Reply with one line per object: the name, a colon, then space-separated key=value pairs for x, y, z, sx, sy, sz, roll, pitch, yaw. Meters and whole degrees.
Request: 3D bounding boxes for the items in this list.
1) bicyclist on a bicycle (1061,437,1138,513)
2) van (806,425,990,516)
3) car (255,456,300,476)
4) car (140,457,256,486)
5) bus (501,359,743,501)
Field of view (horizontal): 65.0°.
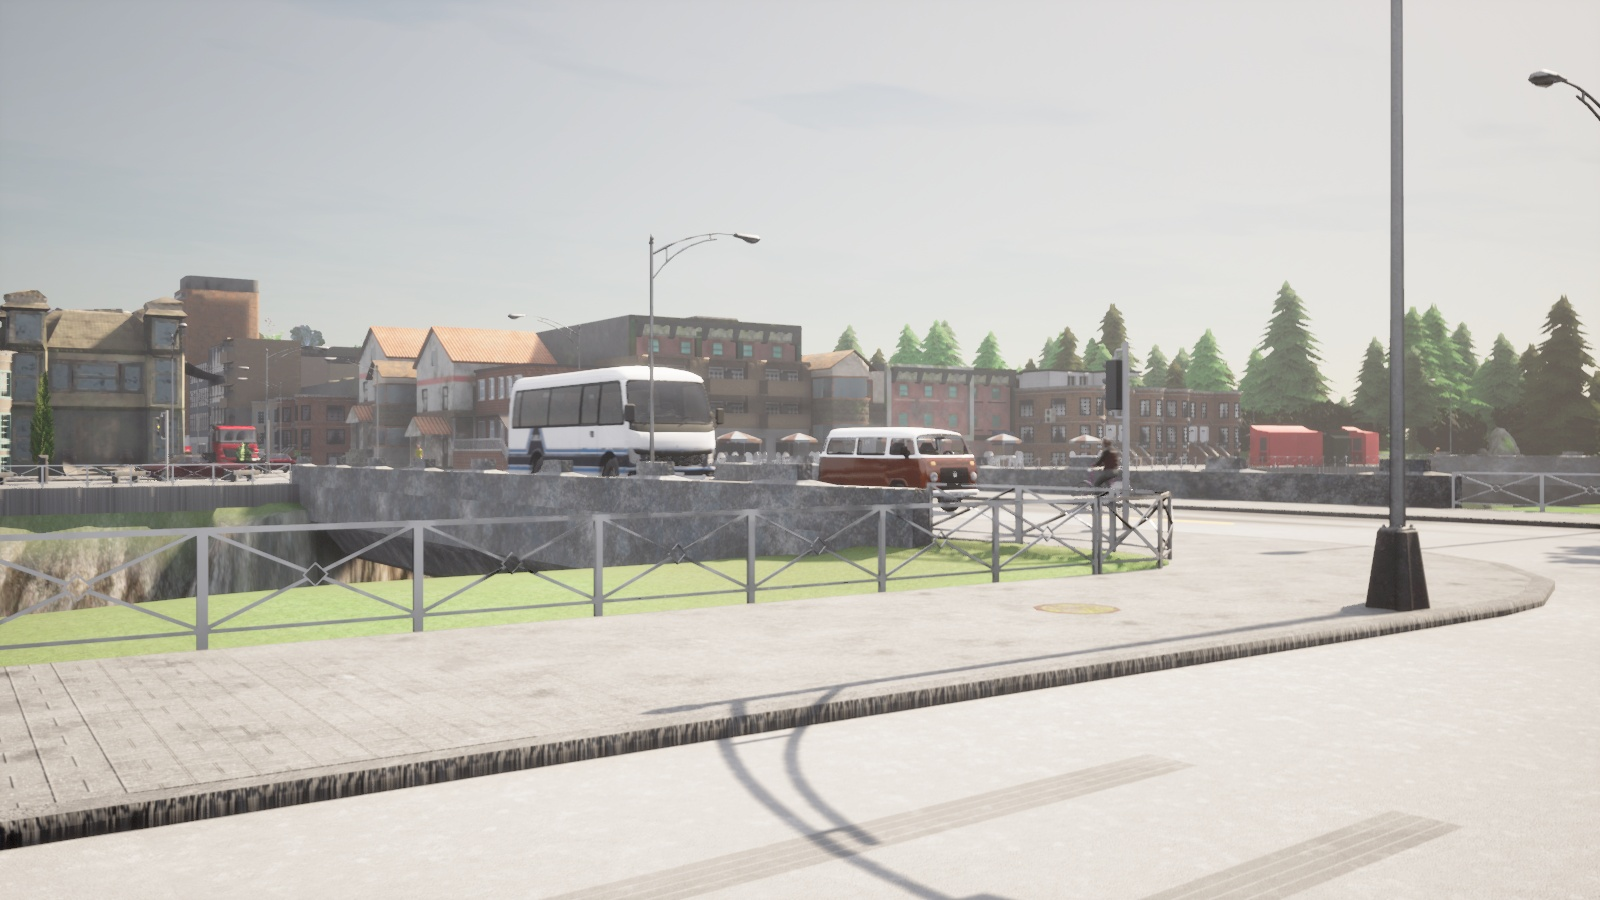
bicyclist on a bicycle: x=7.224 y=0.580 z=30.356 sx=0.659 sy=1.776 sz=1.843 roll=0 pitch=0 yaw=-35
van: x=2.283 y=0.460 z=30.456 sx=2.069 sy=2.038 sz=4.480 roll=0 pitch=0 yaw=-35
car: x=-34.914 y=1.046 z=83.836 sx=1.895 sy=1.301 sz=4.718 roll=0 pitch=0 yaw=-34
car: x=-28.552 y=1.009 z=59.585 sx=4.718 sy=1.301 sz=1.895 roll=0 pitch=0 yaw=-35
bus: x=-6.377 y=-0.591 z=42.874 sx=3.944 sy=4.253 sz=10.273 roll=0 pitch=0 yaw=-35
